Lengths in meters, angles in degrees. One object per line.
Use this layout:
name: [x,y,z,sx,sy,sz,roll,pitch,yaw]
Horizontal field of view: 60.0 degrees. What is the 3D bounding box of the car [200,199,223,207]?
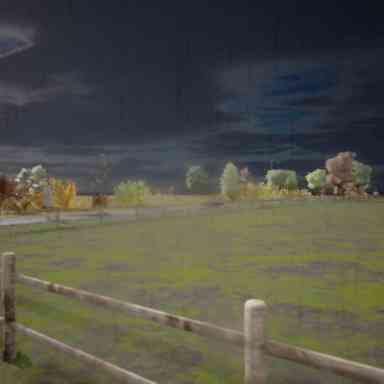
car: [3.274,1.817,55.485,1.895,1.301,4.718,-1,0,36]
